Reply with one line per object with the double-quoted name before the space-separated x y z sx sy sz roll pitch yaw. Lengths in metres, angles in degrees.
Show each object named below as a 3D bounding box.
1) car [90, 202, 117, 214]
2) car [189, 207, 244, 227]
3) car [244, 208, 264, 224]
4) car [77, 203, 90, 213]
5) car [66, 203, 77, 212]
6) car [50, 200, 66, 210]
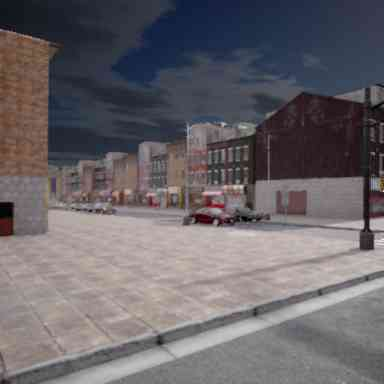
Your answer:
"car" -11.409 2.103 43.708 1.967 1.590 4.097 0 -1 -36
"car" 1.566 1.860 25.767 1.887 1.381 4.507 0 -1 -36
"car" 3.580 1.955 27.733 1.895 1.301 4.718 1 -1 -36
"car" -14.650 2.318 48.191 1.947 1.339 4.313 0 -1 -36
"car" -17.893 2.407 52.676 1.947 1.339 4.313 0 -1 -36
"car" -24.281 2.543 61.508 1.752 1.417 4.829 0 -1 -36
